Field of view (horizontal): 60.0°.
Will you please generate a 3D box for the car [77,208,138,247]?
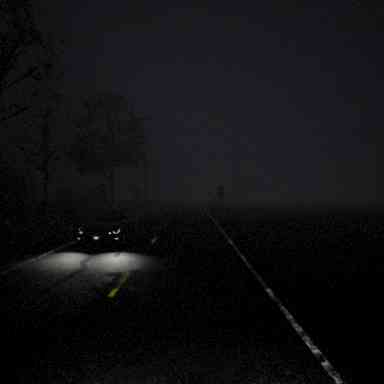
[{"bbox_3d":[-3.605,1.501,14.929,1.837,1.490,4.892,0,-1,0],"label":"car"}]
